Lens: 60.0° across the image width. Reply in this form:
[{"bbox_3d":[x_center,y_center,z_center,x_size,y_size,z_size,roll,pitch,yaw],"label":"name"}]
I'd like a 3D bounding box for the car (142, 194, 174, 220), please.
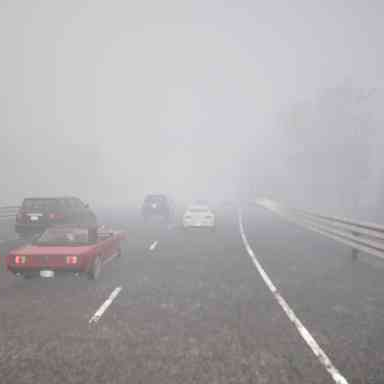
[{"bbox_3d":[-2.823,1.210,28.460,2.150,2.045,5.566,0,0,2],"label":"car"}]

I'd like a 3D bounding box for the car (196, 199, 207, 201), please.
[{"bbox_3d":[1.168,1.540,39.379,2.033,1.411,5.357,0,0,3],"label":"car"}]

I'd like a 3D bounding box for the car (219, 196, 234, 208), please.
[{"bbox_3d":[4.902,1.525,46.680,1.812,1.442,4.674,0,0,5],"label":"car"}]

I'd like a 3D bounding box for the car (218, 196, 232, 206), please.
[{"bbox_3d":[5.657,1.496,57.187,2.128,1.511,4.902,0,0,4],"label":"car"}]

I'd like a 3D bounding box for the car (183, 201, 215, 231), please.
[{"bbox_3d":[0.412,1.518,20.240,1.812,1.442,4.674,0,0,1],"label":"car"}]

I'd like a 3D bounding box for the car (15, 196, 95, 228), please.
[{"bbox_3d":[-6.678,1.210,16.908,2.150,2.045,5.566,0,0,1],"label":"car"}]

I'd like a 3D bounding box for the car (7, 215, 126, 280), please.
[{"bbox_3d":[-3.309,1.594,9.898,1.895,1.301,4.718,0,0,1],"label":"car"}]
